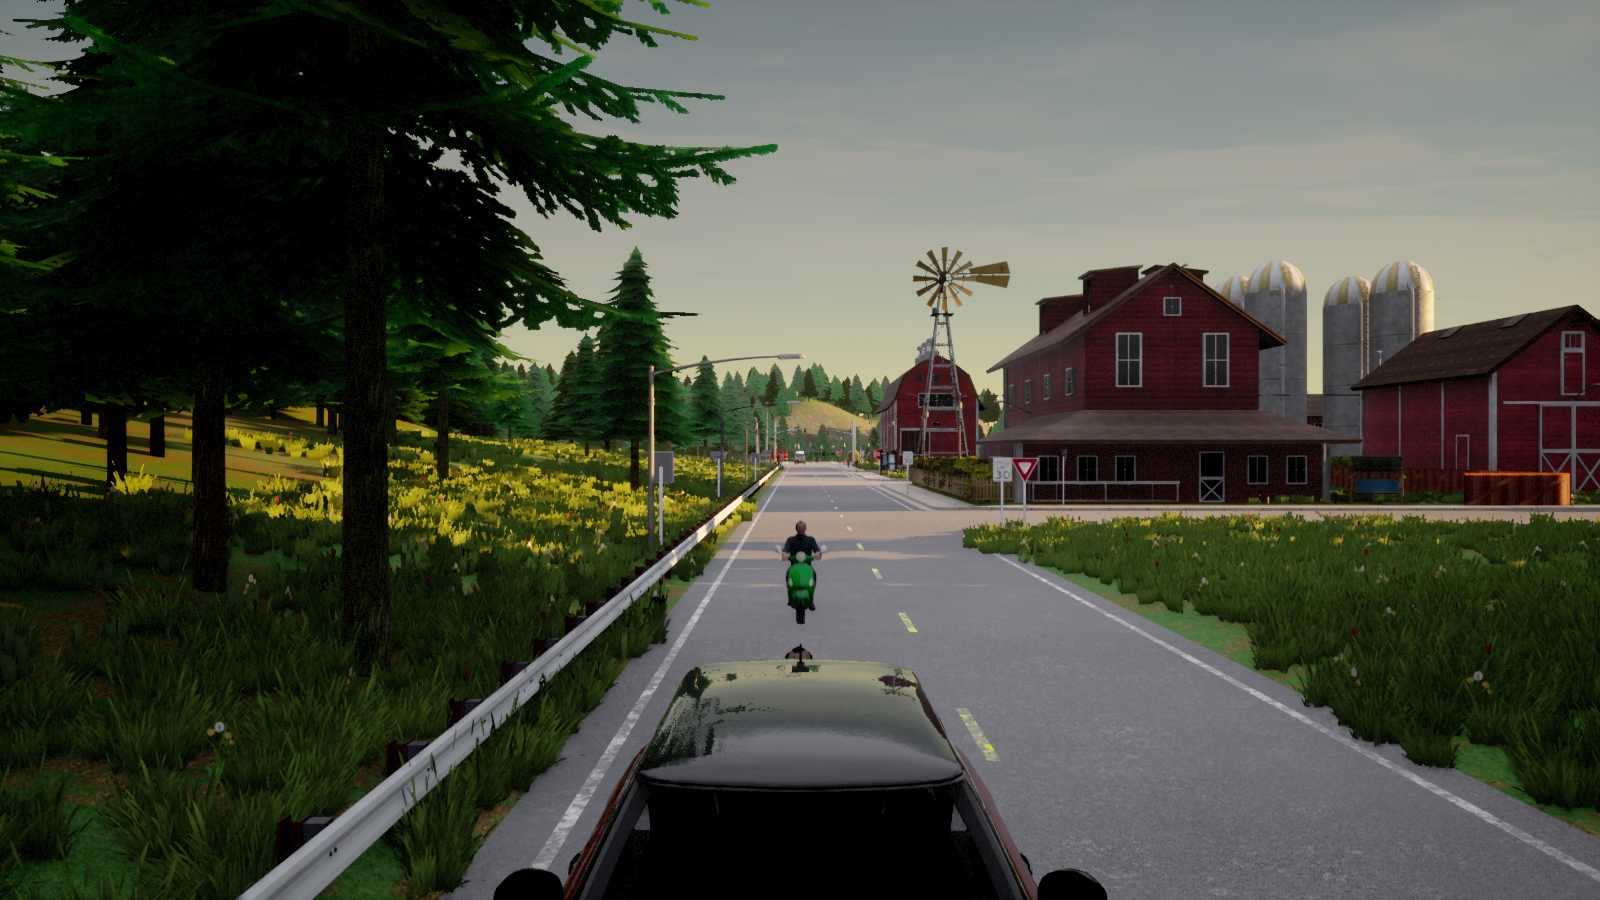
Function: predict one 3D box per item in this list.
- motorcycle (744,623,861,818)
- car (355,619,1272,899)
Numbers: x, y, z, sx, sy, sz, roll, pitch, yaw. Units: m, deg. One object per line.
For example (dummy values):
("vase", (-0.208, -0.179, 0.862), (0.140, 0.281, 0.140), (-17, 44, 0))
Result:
("motorcycle", (0.015, 2.230, 9.842), (0.867, 1.251, 2.209), (-1, -3, 0))
("car", (0.032, 1.899, 4.503), (2.097, 1.767, 4.553), (0, 0, 0))
